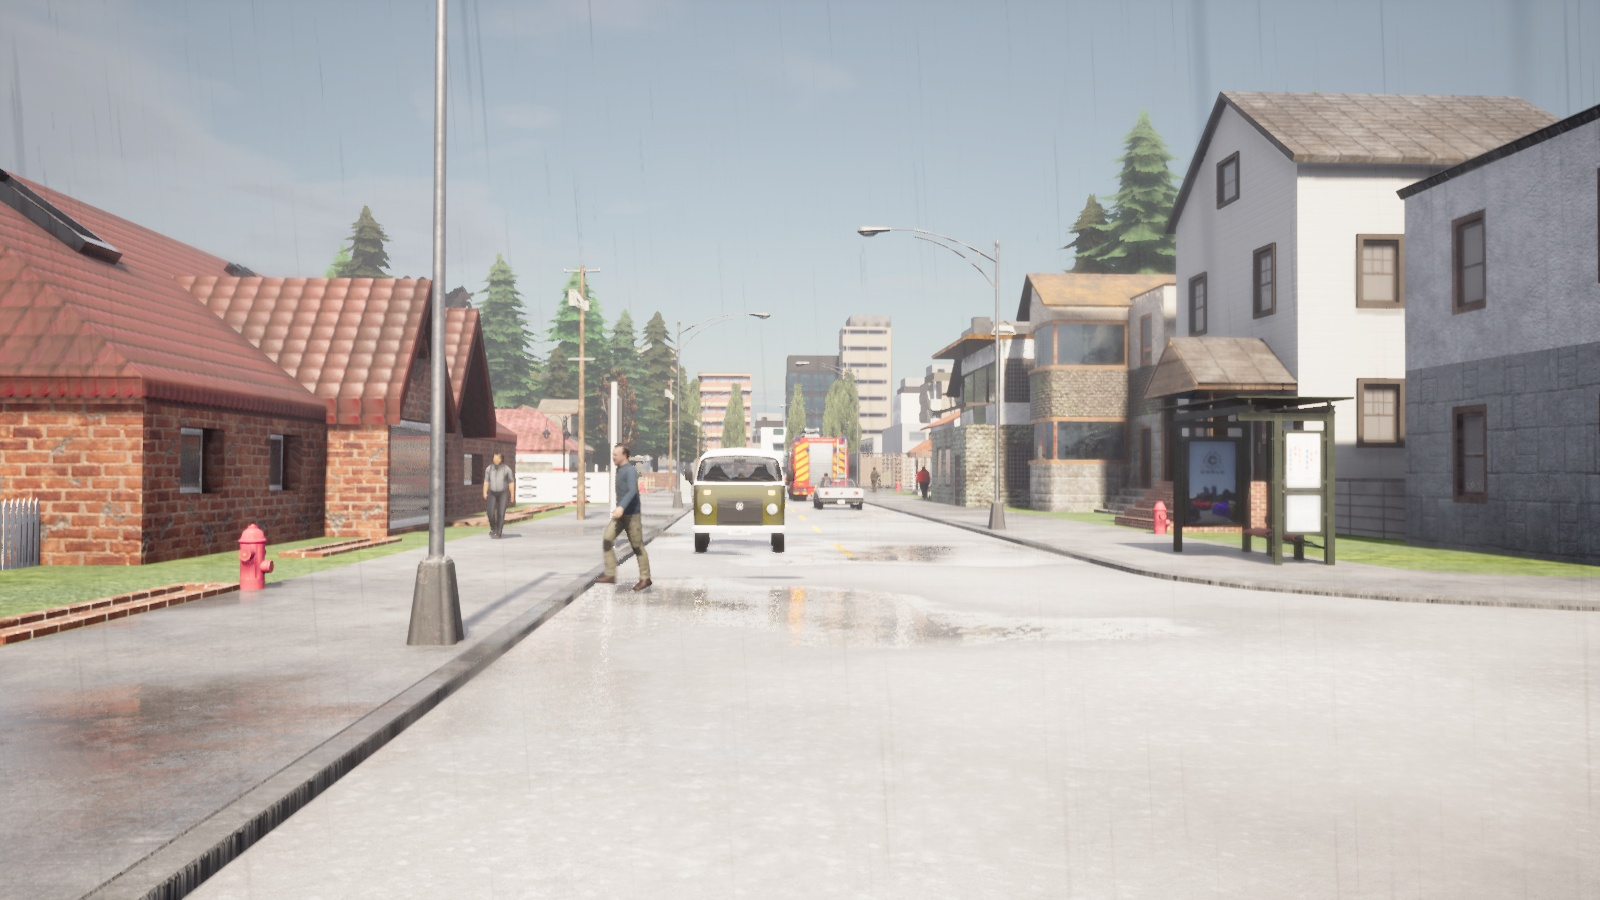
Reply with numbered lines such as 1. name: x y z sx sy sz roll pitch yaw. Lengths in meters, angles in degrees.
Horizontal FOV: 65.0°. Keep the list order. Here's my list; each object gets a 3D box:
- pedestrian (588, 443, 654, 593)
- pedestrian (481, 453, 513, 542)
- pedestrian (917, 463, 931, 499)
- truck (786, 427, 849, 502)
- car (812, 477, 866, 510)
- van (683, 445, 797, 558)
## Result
1. pedestrian: -2.245 0.838 15.755 0.726 1.842 0.402 0 -1 -34
2. pedestrian: -6.386 1.004 26.500 0.540 1.848 0.694 0 -1 -3
3. pedestrian: 6.495 1.620 65.577 0.634 1.844 0.899 0 -1 0
4. truck: 0.866 0.825 68.934 2.891 3.827 8.468 0 -1 -3
5. car: 1.585 1.811 52.744 1.895 1.301 4.718 0 -1 -2
6. van: -1.191 0.971 25.044 2.069 2.038 4.480 0 -1 -3
